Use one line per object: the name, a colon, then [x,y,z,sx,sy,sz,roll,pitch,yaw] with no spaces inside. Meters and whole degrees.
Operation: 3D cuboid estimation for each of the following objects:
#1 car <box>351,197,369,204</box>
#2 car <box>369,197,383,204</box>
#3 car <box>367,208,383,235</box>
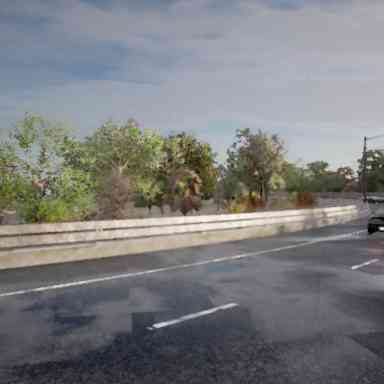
car: [39.294,1.894,78.905,2.097,1.767,4.553,0,0,5]
car: [42.772,2.054,78.523,1.837,1.490,4.892,0,0,5]
car: [11.630,1.681,19.177,1.837,1.490,4.892,0,0,43]
